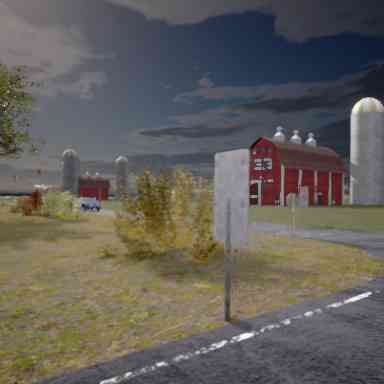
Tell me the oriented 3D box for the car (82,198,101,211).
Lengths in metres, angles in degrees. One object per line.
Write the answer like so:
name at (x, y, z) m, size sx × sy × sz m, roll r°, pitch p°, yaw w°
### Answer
car at (-16.032, 1.929, 51.864) m, size 2.150 × 2.045 × 5.566 m, roll 1°, pitch -2°, yaw -35°
